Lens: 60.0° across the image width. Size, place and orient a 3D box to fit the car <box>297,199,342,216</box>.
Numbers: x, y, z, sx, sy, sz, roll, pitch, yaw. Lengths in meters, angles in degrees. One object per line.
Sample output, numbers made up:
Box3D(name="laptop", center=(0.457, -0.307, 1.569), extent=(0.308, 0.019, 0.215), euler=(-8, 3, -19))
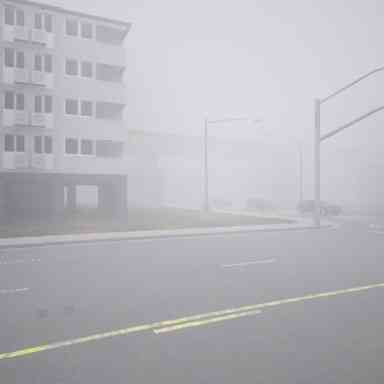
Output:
Box3D(name="car", center=(12.713, 1.505, 33.453), extent=(1.837, 1.490, 4.892), euler=(0, 0, -25))

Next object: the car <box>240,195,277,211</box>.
Box3D(name="car", center=(8.660, 1.492, 42.017), extent=(2.128, 1.511, 4.902), euler=(0, 0, -25))

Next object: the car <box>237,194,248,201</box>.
Box3D(name="car", center=(11.176, 1.540, 75.348), extent=(2.033, 1.411, 5.357), euler=(0, 0, 41))

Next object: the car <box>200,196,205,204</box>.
Box3D(name="car", center=(2.534, 1.505, 61.434), extent=(1.837, 1.490, 4.892), euler=(0, 0, 3))

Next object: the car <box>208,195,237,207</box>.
Box3D(name="car", center=(4.509, 1.505, 51.301), extent=(1.837, 1.490, 4.892), euler=(0, 0, -21))
